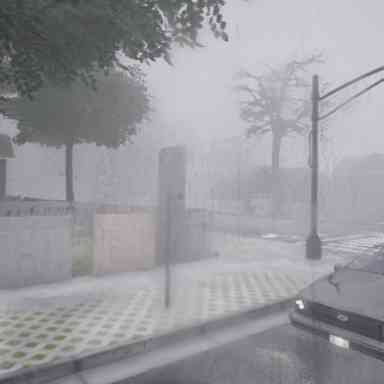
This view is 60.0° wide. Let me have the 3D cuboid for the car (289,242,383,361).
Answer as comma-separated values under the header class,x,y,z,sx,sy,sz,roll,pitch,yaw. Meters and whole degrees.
class,x,y,z,sx,sy,sz,roll,pitch,yaw
car,4.096,1.648,6.051,5.357,1.411,2.033,1,-1,-37
